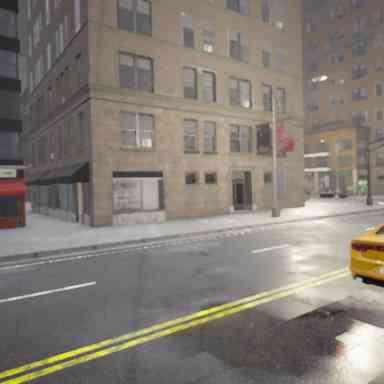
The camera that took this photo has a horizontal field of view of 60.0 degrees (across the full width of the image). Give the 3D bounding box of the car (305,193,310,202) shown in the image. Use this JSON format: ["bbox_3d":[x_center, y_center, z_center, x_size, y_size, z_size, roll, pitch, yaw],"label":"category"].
[{"bbox_3d":[11.858,0.350,39.270,1.967,1.590,4.097,-2,1,-35],"label":"car"}]

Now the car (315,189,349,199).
[{"bbox_3d":[18.412,0.241,43.900,1.947,1.339,4.313,-2,1,-35],"label":"car"}]

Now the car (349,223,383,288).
[{"bbox_3d":[5.493,1.191,7.362,5.008,1.535,1.882,-2,1,-36],"label":"car"}]
